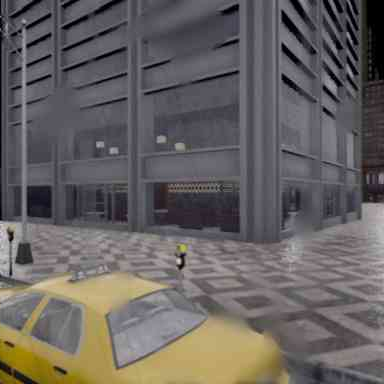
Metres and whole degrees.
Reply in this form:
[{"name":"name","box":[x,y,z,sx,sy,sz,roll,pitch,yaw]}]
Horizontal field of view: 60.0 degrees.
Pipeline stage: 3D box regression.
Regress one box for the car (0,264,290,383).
[{"name":"car","box":[-1.381,1.547,3.950,4.829,1.417,1.752,0,0,36]}]
